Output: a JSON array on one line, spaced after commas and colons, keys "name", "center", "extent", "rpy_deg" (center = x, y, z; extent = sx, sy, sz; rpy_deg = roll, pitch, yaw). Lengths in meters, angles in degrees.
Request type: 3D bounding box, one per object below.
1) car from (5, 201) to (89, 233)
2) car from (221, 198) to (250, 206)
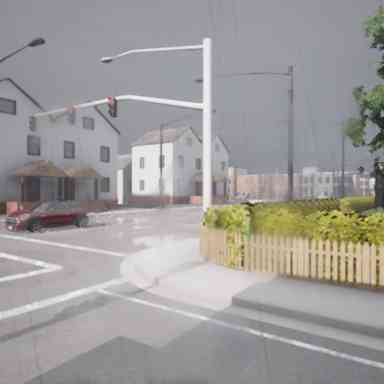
[{"name": "car", "center": [-8.495, 1.335, 19.727], "extent": [2.097, 1.767, 4.553], "rpy_deg": [0, 0, 35]}, {"name": "car", "center": [5.204, 1.474, 39.395], "extent": [2.128, 1.511, 4.902], "rpy_deg": [0, 0, 35]}]
